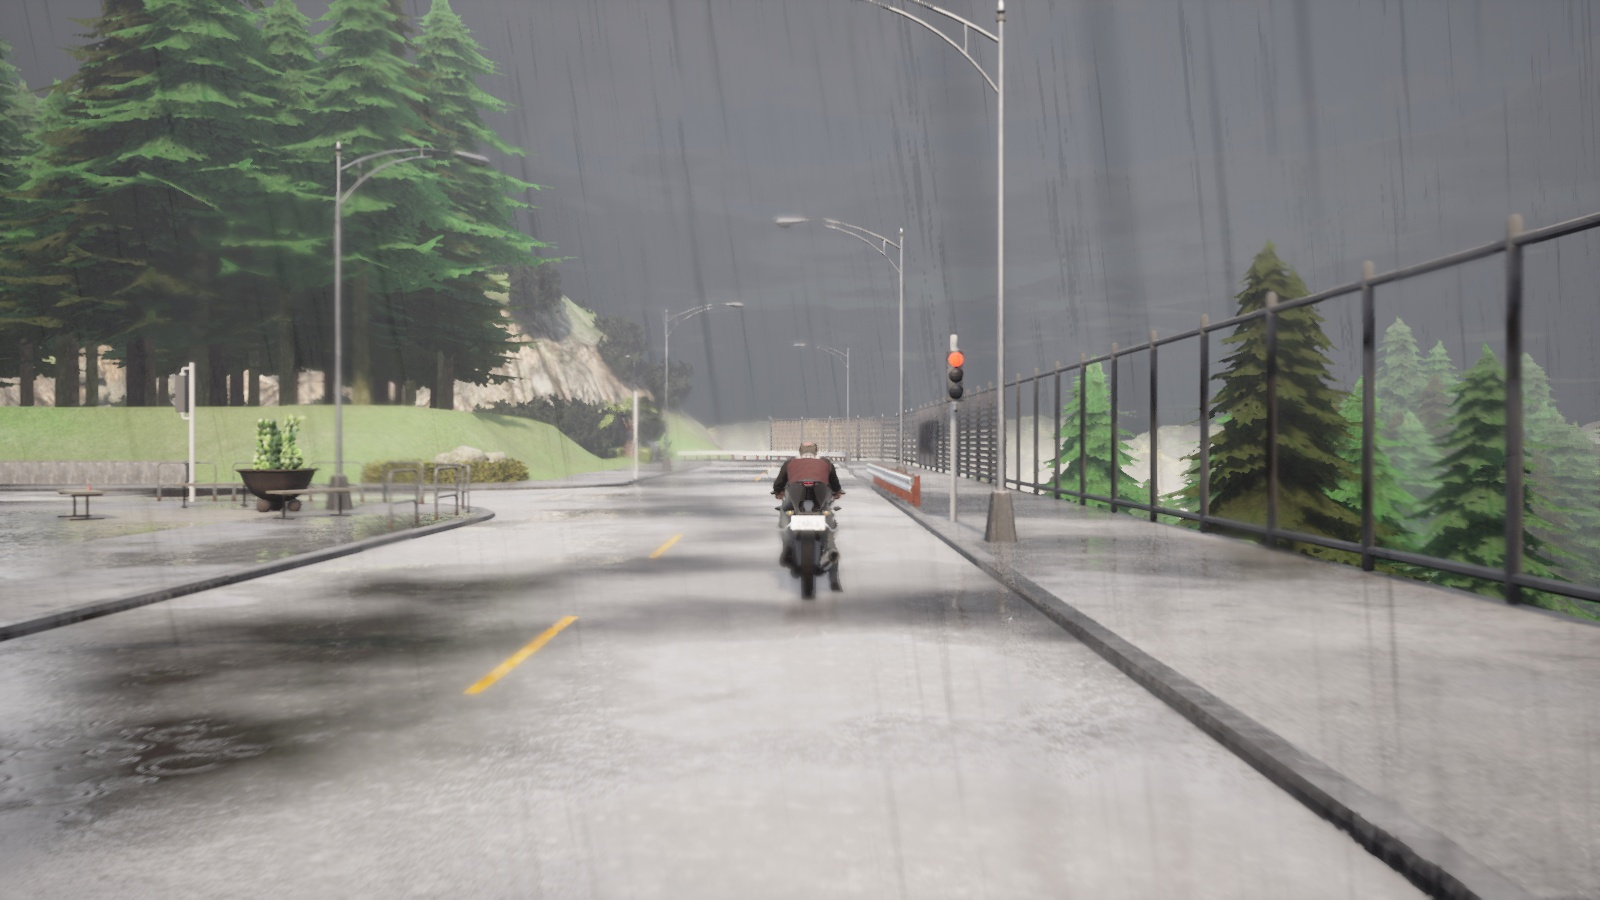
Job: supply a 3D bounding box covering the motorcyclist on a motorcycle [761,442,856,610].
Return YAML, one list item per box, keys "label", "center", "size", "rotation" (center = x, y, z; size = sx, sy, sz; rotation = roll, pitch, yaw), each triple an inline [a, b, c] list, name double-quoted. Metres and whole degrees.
- label: "motorcyclist on a motorcycle"
  center: [0.083, 0.691, 12.657]
  size: [0.866, 1.530, 2.191]
  rotation: [0, 1, 0]

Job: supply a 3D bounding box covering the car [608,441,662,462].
- label: "car"
  center: [-12.217, 0.089, 93.086]
  size: [3.633, 1.501, 1.845]
  rotation: [0, 0, 4]
